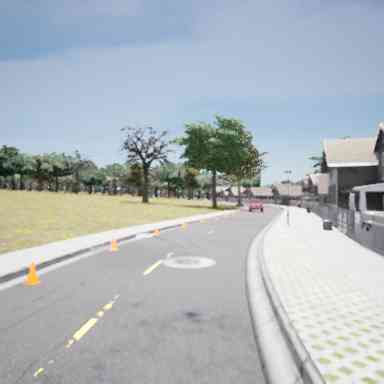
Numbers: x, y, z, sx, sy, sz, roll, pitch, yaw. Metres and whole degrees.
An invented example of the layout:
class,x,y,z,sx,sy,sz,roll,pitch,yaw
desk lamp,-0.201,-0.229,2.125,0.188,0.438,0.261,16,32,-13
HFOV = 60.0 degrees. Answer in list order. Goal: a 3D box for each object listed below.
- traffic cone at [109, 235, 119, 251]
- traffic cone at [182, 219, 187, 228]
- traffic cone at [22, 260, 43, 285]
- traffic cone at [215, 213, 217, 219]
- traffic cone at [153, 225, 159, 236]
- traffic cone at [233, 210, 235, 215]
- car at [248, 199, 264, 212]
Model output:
class,x,y,z,sx,sy,sz,roll,pitch,yaw
traffic cone,-3.140,2.033,13.370,0.340,0.580,0.340,0,-1,11
traffic cone,-0.517,2.199,23.277,0.340,0.580,0.340,0,-1,17
traffic cone,-3.960,1.977,8.262,0.340,0.580,0.340,0,0,7
traffic cone,2.399,2.407,32.841,0.340,0.580,0.340,0,-1,17
traffic cone,-1.963,2.107,18.409,0.340,0.580,0.340,0,-1,15
traffic cone,5.315,2.622,42.404,0.340,0.580,0.340,0,-1,17
car,10.085,2.121,52.326,2.150,2.045,5.566,0,-1,11
